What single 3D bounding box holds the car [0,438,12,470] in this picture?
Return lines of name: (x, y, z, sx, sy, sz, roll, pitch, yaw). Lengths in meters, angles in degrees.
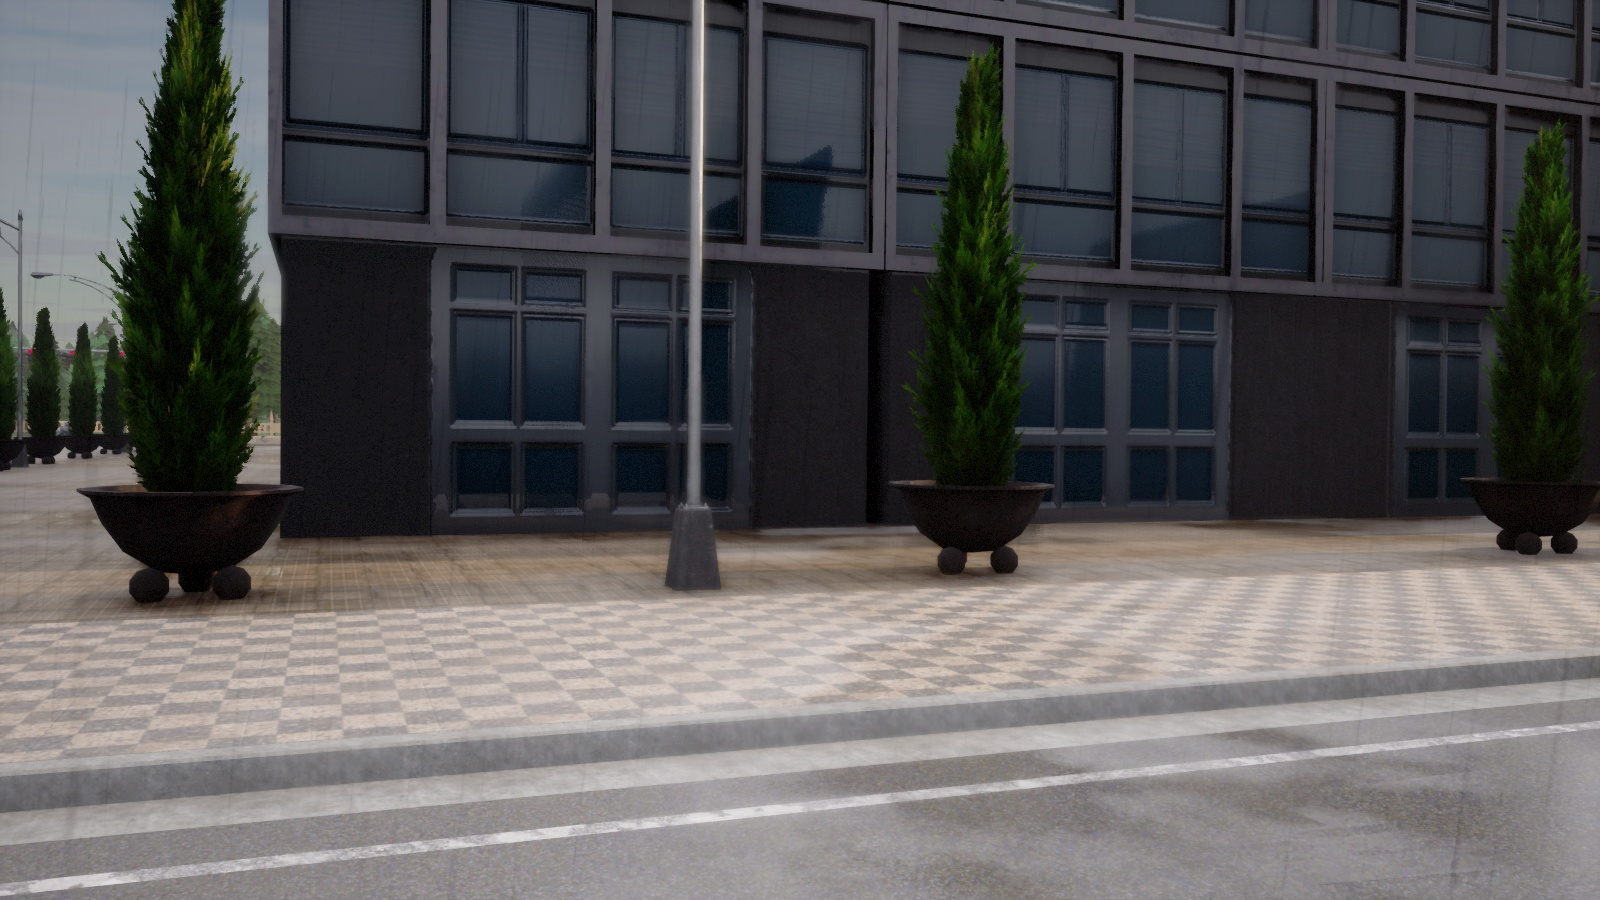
car: (-38.497, 0.209, 58.691, 1.837, 1.490, 4.892, -1, 1, -20)
